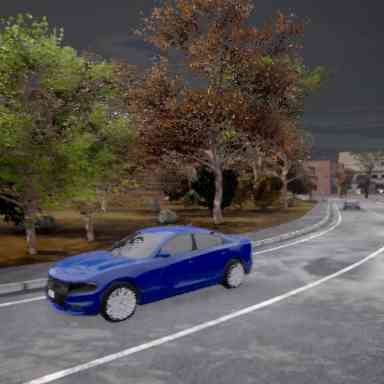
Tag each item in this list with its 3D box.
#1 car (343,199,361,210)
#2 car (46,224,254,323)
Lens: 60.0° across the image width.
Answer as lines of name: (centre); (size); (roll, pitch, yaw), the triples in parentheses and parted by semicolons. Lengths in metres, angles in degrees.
car: (20.778, 1.597, 43.236); (1.812, 1.442, 4.674); (-1, 0, 23)
car: (-0.654, 1.552, 7.625); (5.008, 1.535, 1.882); (0, -1, -42)
